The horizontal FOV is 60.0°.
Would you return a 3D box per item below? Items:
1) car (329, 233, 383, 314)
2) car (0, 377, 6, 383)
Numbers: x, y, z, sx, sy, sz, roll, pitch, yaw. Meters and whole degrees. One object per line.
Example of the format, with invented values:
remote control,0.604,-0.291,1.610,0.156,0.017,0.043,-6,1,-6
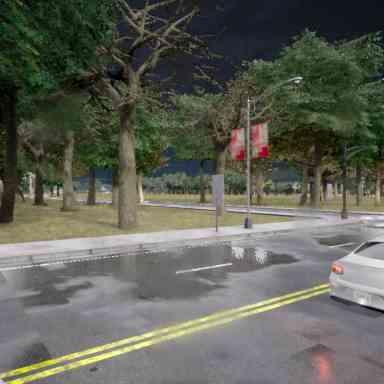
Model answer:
car,4.650,1.526,6.739,4.674,1.442,1.812,0,0,-35
car,-3.238,1.526,1.140,4.674,1.442,1.812,0,0,-35
